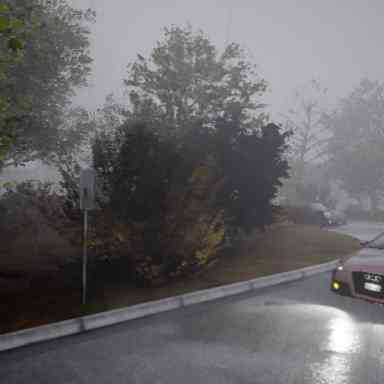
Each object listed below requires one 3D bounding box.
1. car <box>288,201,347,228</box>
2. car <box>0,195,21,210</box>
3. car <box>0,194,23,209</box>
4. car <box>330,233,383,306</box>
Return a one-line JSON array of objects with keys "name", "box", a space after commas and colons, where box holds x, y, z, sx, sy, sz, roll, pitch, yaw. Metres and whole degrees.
[{"name": "car", "box": [8.387, 1.469, 23.312, 2.097, 1.767, 4.553, 1, -1, -32]}, {"name": "car", "box": [-21.062, 1.378, 38.610, 2.435, 2.045, 5.566, 0, 0, -36]}, {"name": "car", "box": [-26.944, 1.409, 49.441, 2.435, 2.045, 5.566, 0, 0, -36]}, {"name": "car", "box": [4.897, 1.578, 7.399, 4.181, 1.385, 1.994, 0, 0, -39]}]
